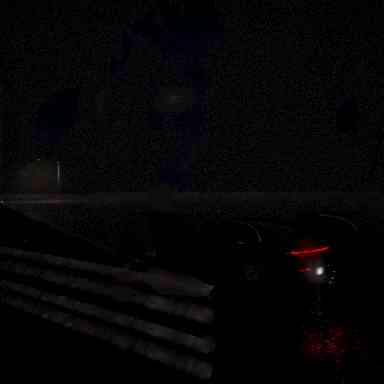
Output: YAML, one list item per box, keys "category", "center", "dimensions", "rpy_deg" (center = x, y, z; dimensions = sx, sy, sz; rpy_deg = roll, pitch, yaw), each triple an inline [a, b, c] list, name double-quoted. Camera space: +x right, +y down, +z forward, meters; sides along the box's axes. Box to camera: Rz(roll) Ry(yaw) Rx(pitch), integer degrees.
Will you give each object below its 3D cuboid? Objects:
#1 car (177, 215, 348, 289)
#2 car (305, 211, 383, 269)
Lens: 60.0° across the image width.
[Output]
- category: "car"
  center: [1.370, 1.413, 9.062]
  dimensions: [1.837, 1.490, 4.892]
  rpy_deg: [-1, 0, -33]
- category: "car"
  center: [4.386, 1.374, 10.844]
  dimensions: [2.128, 1.511, 4.902]
  rpy_deg: [-1, 0, -33]
